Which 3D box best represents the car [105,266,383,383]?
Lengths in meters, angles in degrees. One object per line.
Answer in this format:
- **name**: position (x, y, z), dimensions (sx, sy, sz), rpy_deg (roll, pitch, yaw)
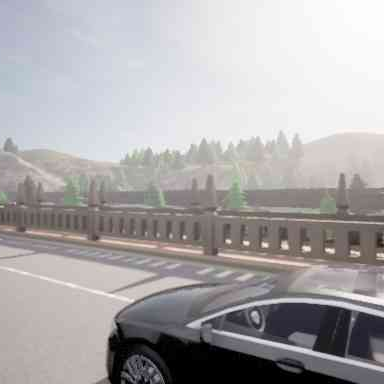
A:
- **car**: position (1.250, 1.494, 3.100), dimensions (4.902, 1.511, 2.128), rpy_deg (0, 0, 35)
